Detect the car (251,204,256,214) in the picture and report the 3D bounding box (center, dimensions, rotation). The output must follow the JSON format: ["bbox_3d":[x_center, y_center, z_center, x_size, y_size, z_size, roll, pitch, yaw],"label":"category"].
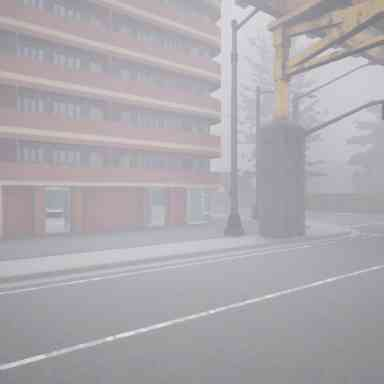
[{"bbox_3d":[7.401,1.478,29.226,1.882,1.535,5.008,0,1,-35],"label":"car"}]
